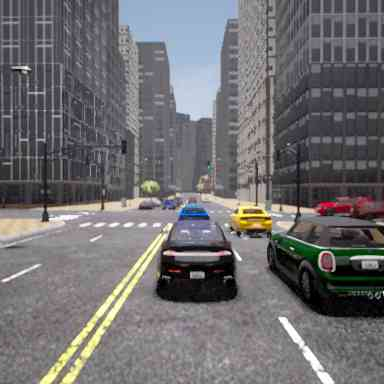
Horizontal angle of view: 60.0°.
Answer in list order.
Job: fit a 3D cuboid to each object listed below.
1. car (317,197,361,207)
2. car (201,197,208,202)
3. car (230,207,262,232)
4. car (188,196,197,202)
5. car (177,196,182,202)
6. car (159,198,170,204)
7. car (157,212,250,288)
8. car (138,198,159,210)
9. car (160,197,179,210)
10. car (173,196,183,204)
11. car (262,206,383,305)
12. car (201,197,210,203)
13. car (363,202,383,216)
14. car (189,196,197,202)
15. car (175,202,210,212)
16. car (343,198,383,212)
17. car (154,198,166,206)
[{"bbox_3d":[15.765,1.573,34.523,5.566,2.045,2.150,0,1,1],"label":"car"},{"bbox_3d":[3.403,1.976,89.997,1.895,1.301,4.718,0,0,0],"label":"car"},{"bbox_3d":[3.383,1.608,19.834,1.882,1.535,5.008,0,0,0],"label":"car"},{"bbox_3d":[0.136,1.841,79.941,2.097,1.767,4.553,0,0,0],"label":"car"},{"bbox_3d":[-3.227,1.928,57.611,1.994,1.385,4.181,0,0,1],"label":"car"},{"bbox_3d":[-6.370,2.031,77.326,1.994,1.385,4.181,0,0,0],"label":"car"},{"bbox_3d":[0.115,1.555,9.447,2.128,1.511,4.902,0,0,0],"label":"car"},{"bbox_3d":[-6.503,1.857,48.440,2.033,1.411,5.357,0,0,0],"label":"car"},{"bbox_3d":[-3.257,1.838,48.867,1.812,1.442,4.674,0,0,0],"label":"car"},{"bbox_3d":[-3.121,1.829,76.491,2.097,1.767,4.553,0,0,0],"label":"car"},{"bbox_3d":[3.364,1.408,8.399,2.097,1.767,4.553,0,0,0],"label":"car"},{"bbox_3d":[3.386,2.081,79.994,1.895,1.301,4.718,0,0,0],"label":"car"},{"bbox_3d":[21.872,1.906,37.014,4.829,1.417,1.752,0,0,1],"label":"car"},{"bbox_3d":[0.153,1.905,89.974,2.128,1.511,4.902,0,0,0],"label":"car"},{"bbox_3d":[0.037,1.613,20.609,1.882,1.535,5.008,0,0,-2],"label":"car"},{"bbox_3d":[16.249,1.724,28.738,5.009,1.841,2.192,0,0,1],"label":"car"},{"bbox_3d":[-6.395,1.926,67.348,1.837,1.490,4.892,0,0,0],"label":"car"}]
